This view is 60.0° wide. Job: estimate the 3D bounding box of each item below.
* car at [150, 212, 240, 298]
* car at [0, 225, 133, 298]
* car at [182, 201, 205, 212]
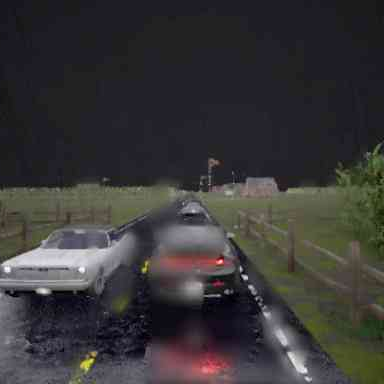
[{"bbox_3d":[0.076,1.479,8.446,1.837,1.490,4.892,0,0,1],"label":"car"},{"bbox_3d":[-2.836,1.575,8.548,1.895,1.301,4.718,0,0,0],"label":"car"},{"bbox_3d":[0.126,1.490,28.700,1.994,1.385,4.181,0,0,0],"label":"car"}]
